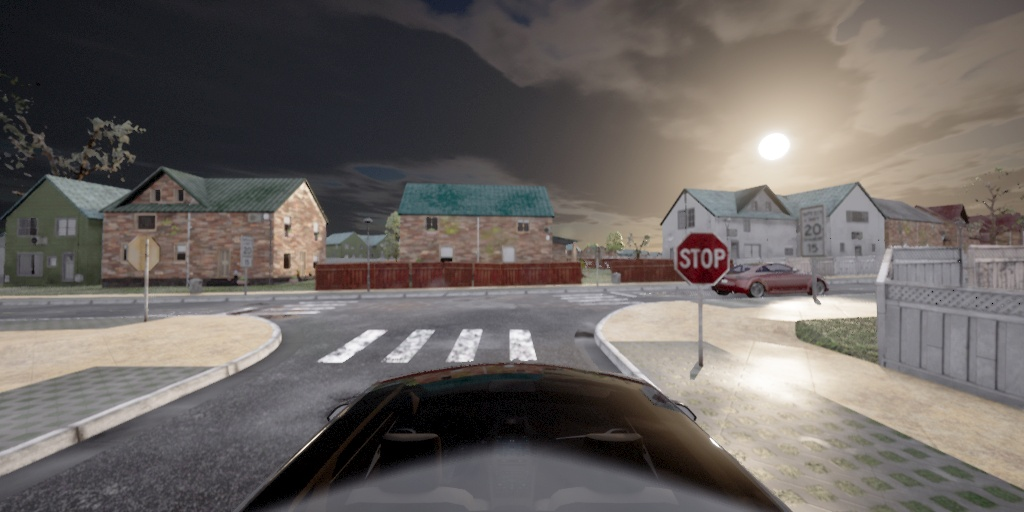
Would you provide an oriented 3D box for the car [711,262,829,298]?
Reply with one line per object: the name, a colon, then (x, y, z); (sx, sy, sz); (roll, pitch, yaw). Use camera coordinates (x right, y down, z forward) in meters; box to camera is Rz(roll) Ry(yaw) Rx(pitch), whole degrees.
car: (10.409, 0.941, 14.592); (4.181, 1.385, 1.994); (-1, -1, -10)
